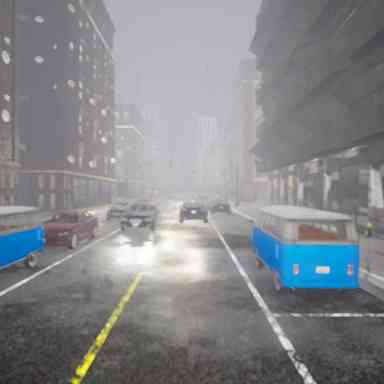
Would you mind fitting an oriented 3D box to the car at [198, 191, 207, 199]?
[{"bbox_3d":[2.642,0.799,84.749,2.192,1.841,5.009,1,0,0],"label":"car"}]

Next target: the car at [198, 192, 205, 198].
[{"bbox_3d":[2.611,0.886,91.873,1.967,1.590,4.097,1,0,0],"label":"car"}]

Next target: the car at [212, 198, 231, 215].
[{"bbox_3d":[2.586,1.364,31.079,1.947,1.339,4.313,1,0,0],"label":"car"}]

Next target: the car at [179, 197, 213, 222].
[{"bbox_3d":[0.111,1.345,24.247,2.163,1.488,4.792,0,0,0],"label":"car"}]

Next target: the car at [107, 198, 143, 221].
[{"bbox_3d":[-5.263,1.385,25.383,2.008,1.369,4.403,1,0,0],"label":"car"}]

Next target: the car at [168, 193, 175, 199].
[{"bbox_3d":[-5.289,1.026,86.177,2.008,1.369,4.403,1,0,0],"label":"car"}]

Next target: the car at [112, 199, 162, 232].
[{"bbox_3d":[-2.834,1.365,19.216,2.128,1.511,4.902,0,0,0],"label":"car"}]

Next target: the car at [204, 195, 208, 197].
[{"bbox_3d":[2.589,1.307,36.750,1.887,1.381,4.507,1,0,0],"label":"car"}]

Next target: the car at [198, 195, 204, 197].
[{"bbox_3d":[0.112,1.352,38.544,1.895,1.301,4.718,0,0,0],"label":"car"}]

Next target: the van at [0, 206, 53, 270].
[{"bbox_3d":[-5.267,1.285,8.369,1.690,1.788,3.998,1,0,0],"label":"van"}]

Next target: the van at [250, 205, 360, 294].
[{"bbox_3d":[2.580,1.285,8.395,1.690,1.788,3.998,1,0,0],"label":"van"}]

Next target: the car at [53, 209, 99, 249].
[{"bbox_3d":[-5.267,1.451,14.042,1.887,1.381,4.507,1,0,0],"label":"car"}]

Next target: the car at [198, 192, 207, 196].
[{"bbox_3d":[2.733,1.083,74.805,1.887,1.381,4.507,1,0,0],"label":"car"}]
